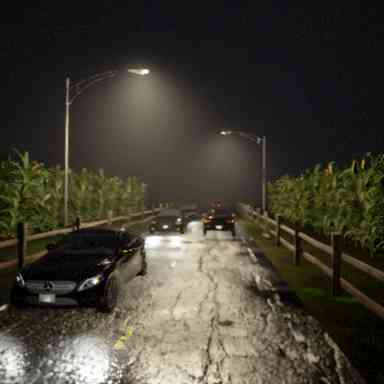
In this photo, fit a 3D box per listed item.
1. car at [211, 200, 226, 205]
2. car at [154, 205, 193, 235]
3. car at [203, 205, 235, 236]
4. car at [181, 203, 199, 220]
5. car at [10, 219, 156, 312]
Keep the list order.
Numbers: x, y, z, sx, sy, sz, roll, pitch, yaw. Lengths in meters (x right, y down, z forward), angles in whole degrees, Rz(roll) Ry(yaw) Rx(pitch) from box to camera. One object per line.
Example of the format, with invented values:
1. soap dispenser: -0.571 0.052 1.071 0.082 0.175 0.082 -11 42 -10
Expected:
1. car: 3.768 1.886 46.788 2.097 1.767 4.553 1 0 5
2. car: -1.307 1.757 20.342 1.994 1.385 4.181 1 -1 5
3. car: 1.629 1.747 20.160 1.812 1.442 4.674 1 -1 5
4. car: -0.359 1.799 31.702 1.882 1.535 5.008 1 -1 5
5. car: -2.301 1.583 8.032 1.812 1.442 4.674 1 0 5
